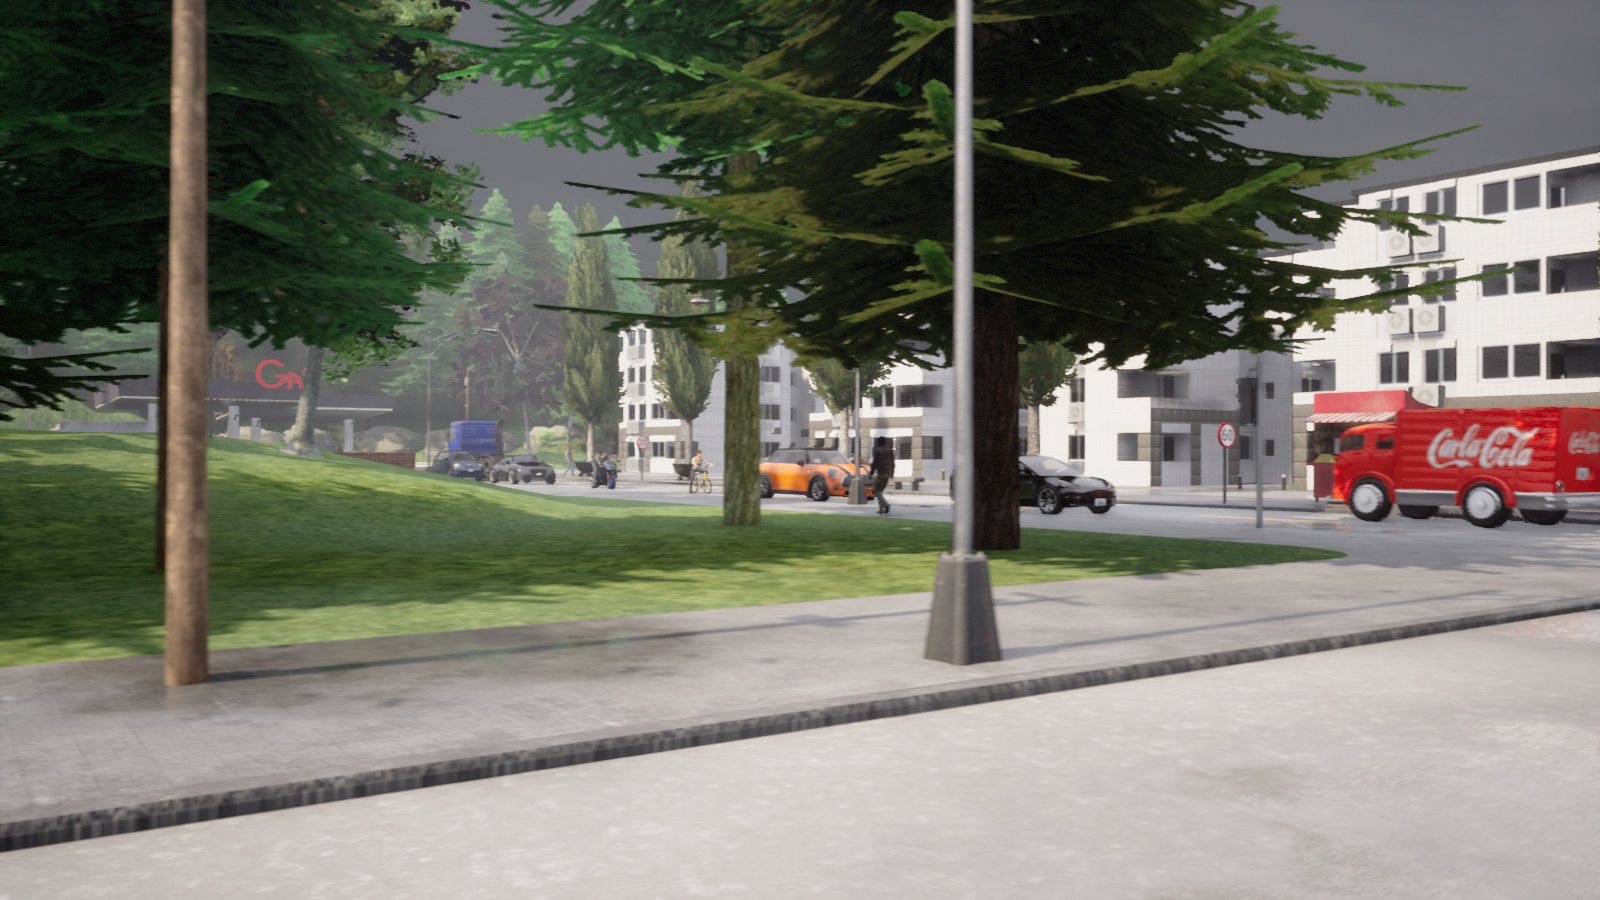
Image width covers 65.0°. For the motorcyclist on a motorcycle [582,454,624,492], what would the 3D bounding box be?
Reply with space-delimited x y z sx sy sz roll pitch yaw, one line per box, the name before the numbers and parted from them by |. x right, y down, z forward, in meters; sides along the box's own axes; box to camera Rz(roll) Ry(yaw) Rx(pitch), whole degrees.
motorcyclist on a motorcycle | -8.155 0.924 51.942 0.866 1.530 2.191 0 0 -35

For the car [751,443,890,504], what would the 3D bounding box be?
car | 0.564 0.699 39.401 2.097 1.767 4.553 0 0 -34

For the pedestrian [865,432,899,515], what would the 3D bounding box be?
pedestrian | 1.841 0.520 28.191 0.431 1.840 0.703 0 0 -30

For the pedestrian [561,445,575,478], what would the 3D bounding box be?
pedestrian | -13.086 0.656 70.899 0.706 1.836 0.354 0 0 8

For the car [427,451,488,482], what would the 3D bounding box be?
car | -18.114 0.844 66.283 1.851 1.617 3.988 0 0 -35

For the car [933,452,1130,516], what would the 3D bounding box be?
car | 5.778 0.811 31.938 2.163 1.488 4.792 0 0 -34

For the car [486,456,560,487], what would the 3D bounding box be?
car | -13.073 0.981 59.033 1.994 1.385 4.181 0 0 -34

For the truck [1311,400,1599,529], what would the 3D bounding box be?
truck | 14.075 0.294 26.938 2.627 2.467 5.204 0 0 -32

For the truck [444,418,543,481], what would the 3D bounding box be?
truck | -17.919 -0.020 72.986 2.891 3.462 7.936 0 0 -35

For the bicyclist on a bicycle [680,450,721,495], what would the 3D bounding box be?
bicyclist on a bicycle | -3.607 0.800 45.412 0.866 1.612 1.509 0 0 -34
